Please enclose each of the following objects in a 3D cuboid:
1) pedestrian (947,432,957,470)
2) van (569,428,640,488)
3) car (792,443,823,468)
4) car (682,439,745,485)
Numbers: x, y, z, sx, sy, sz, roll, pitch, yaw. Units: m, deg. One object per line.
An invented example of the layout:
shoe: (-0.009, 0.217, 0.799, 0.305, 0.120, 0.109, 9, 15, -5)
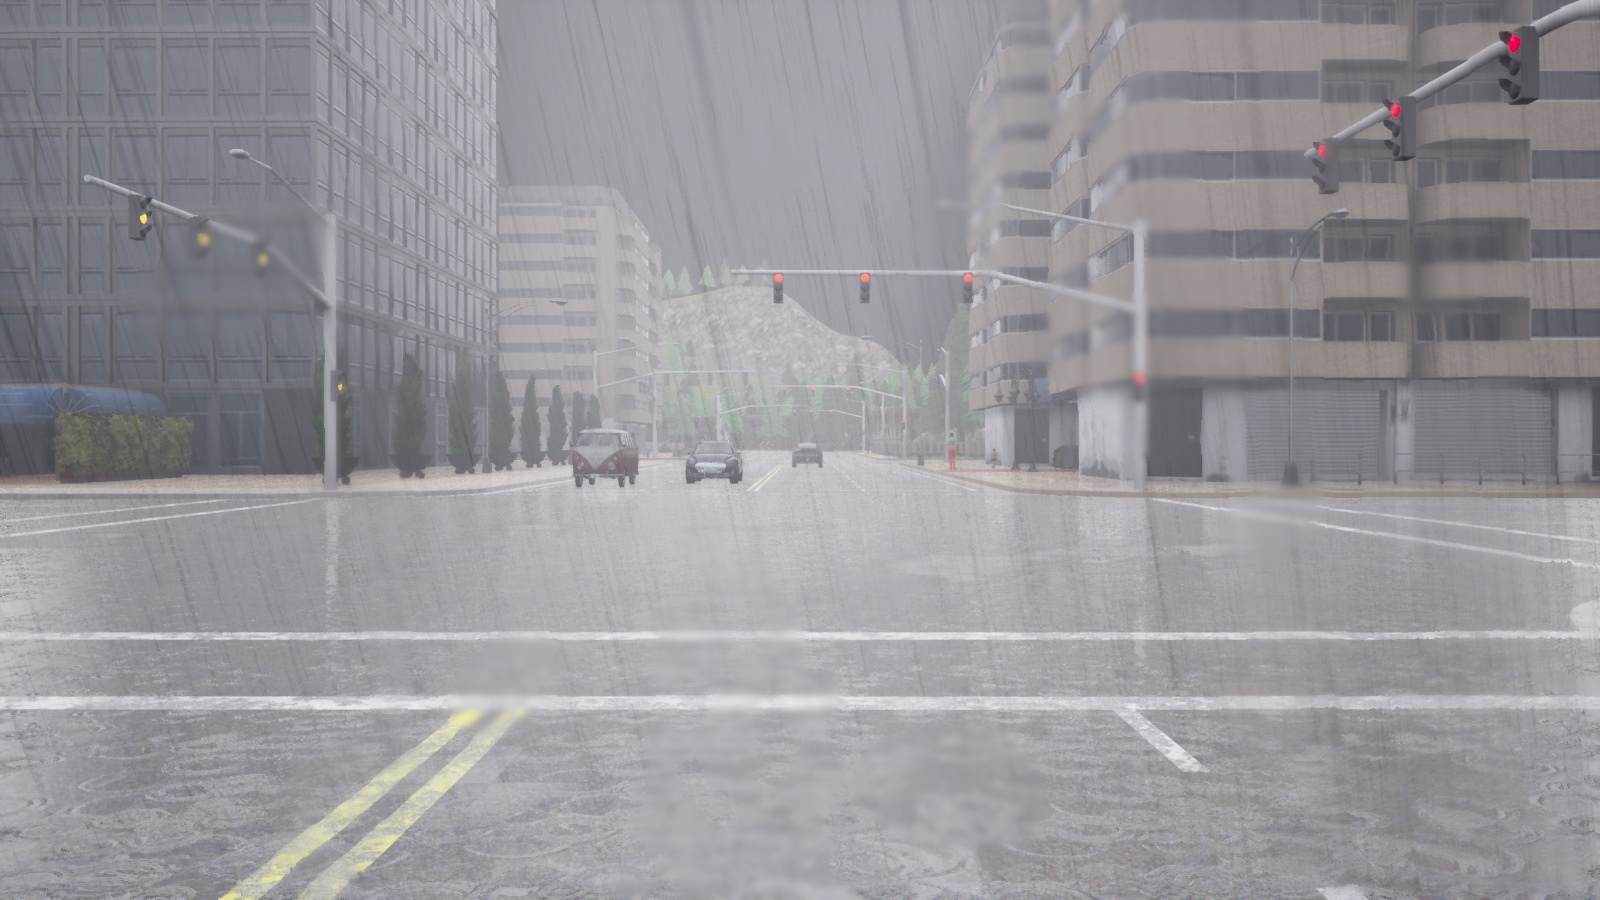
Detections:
pedestrian: (7.491, 0.054, 61.964, 0.345, 1.836, 0.594, 0, 0, -5)
van: (-6.735, 0.247, 43.655, 1.775, 1.987, 4.442, 0, 0, 0)
car: (0.453, 0.319, 76.675, 1.837, 1.490, 4.892, 0, 0, 0)
car: (-3.212, 0.405, 47.640, 2.033, 1.649, 4.856, 0, 0, 0)
